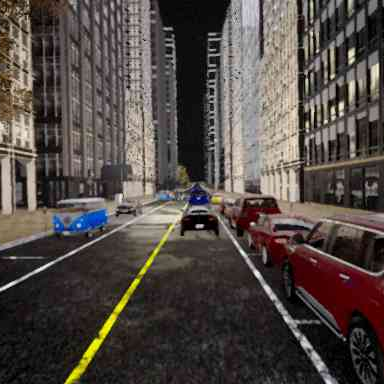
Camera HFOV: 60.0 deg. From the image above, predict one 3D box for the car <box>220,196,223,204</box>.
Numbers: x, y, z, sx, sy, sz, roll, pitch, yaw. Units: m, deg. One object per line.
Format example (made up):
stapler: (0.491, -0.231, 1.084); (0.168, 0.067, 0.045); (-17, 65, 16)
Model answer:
car: (3.082, 1.171, 22.156); (1.752, 1.417, 4.829); (-1, 1, 1)

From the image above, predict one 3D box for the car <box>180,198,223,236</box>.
car: (0.376, 1.291, 16.900); (1.812, 1.442, 4.674); (-1, 1, 1)

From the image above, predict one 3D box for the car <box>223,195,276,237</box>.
car: (2.976, 1.042, 16.287); (2.192, 1.841, 5.009); (-1, 1, 1)

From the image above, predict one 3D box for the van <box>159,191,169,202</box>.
van: (-4.710, 0.651, 56.317); (1.690, 1.788, 3.998); (-1, 1, 1)

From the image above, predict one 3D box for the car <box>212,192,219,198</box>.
car: (3.478, 0.850, 44.945); (1.752, 1.417, 4.829); (-1, 1, 1)

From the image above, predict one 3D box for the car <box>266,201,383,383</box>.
car: (2.779, 1.198, 4.894); (2.192, 1.841, 5.009); (-1, 1, 1)

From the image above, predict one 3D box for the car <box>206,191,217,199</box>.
car: (3.870, 0.557, 67.562); (1.947, 1.339, 4.313); (-1, 1, 1)

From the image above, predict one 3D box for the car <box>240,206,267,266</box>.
car: (2.883, 1.350, 10.593); (1.887, 1.381, 4.507); (-1, 1, 1)

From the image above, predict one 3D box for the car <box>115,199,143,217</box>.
car: (-5.199, 1.269, 27.833); (2.008, 1.369, 4.403); (-1, 1, 1)

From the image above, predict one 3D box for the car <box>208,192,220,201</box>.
car: (3.673, 0.727, 56.169); (1.947, 1.339, 4.313); (-1, 1, 1)

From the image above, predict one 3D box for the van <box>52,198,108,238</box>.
van: (-5.402, 1.217, 16.440); (1.690, 1.788, 3.998); (-1, 1, 1)

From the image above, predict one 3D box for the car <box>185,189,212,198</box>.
car: (0.724, 0.717, 36.181); (2.150, 2.045, 5.566); (-1, 1, 1)

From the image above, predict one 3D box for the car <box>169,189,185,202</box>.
car: (-2.056, 0.647, 53.932); (2.097, 1.767, 4.553); (-1, 1, 1)

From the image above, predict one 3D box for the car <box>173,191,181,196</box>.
car: (-4.114, 0.339, 90.500); (1.887, 1.381, 4.507); (-1, 1, 1)

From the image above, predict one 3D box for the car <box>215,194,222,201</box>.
car: (3.178, 1.114, 27.684); (1.887, 1.381, 4.507); (-1, 1, 1)
